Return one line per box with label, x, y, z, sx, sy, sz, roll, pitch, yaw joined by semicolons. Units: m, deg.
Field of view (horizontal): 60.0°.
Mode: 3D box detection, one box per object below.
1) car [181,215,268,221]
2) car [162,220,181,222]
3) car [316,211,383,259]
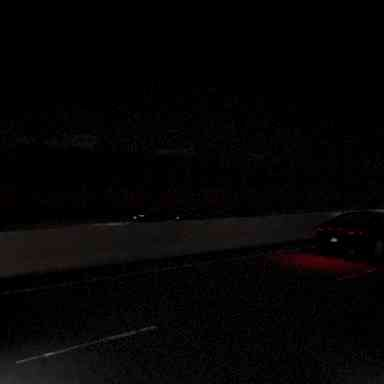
car;2.104;1.496;18.128;4.892;1.490;1.837;0;0;-34
car;0.215;1.554;21.076;4.181;1.385;1.994;0;0;-34
car;6.836;1.470;12.642;5.008;1.535;1.882;0;0;-34
